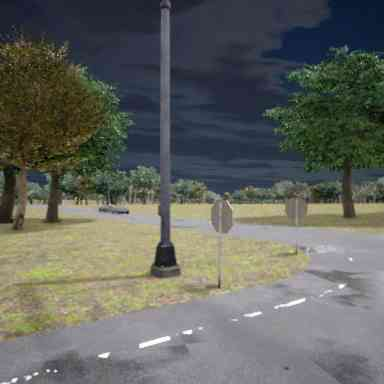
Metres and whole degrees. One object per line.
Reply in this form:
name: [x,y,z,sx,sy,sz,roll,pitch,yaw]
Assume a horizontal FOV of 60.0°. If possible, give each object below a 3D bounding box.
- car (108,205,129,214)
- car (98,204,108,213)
car: [-12.055,3.006,55.656,1.994,1.385,4.181,2,-2,-32]
car: [-15.831,3.046,61.453,2.128,1.511,4.902,2,-2,-33]
